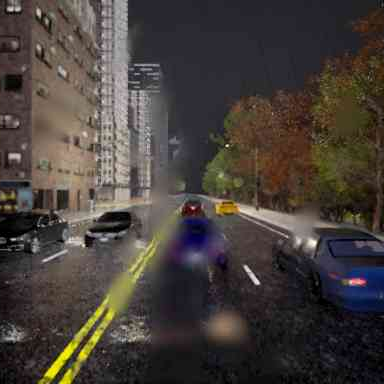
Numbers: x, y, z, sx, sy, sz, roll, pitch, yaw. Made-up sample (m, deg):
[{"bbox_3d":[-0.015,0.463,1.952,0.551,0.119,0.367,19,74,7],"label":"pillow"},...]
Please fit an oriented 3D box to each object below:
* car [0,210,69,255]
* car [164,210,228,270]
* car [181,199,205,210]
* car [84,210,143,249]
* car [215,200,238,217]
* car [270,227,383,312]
[{"bbox_3d":[-6.595,1.539,13.563,1.837,1.490,4.892,0,0,0],"label":"car"},{"bbox_3d":[0.102,1.553,10.965,1.812,1.442,4.674,0,0,0],"label":"car"},{"bbox_3d":[0.106,1.431,30.729,2.097,1.767,4.553,0,0,0],"label":"car"},{"bbox_3d":[-3.343,1.564,14.981,1.812,1.442,4.674,0,0,0],"label":"car"},{"bbox_3d":[3.357,1.561,32.580,1.882,1.535,5.008,0,0,0],"label":"car"},{"bbox_3d":[3.351,1.567,8.031,2.033,1.411,5.357,0,0,0],"label":"car"}]
